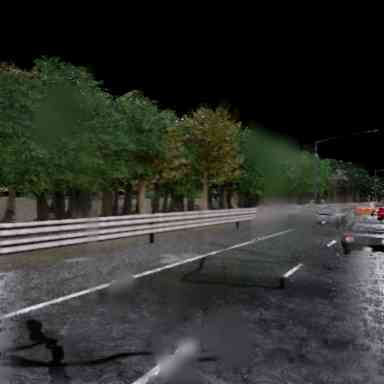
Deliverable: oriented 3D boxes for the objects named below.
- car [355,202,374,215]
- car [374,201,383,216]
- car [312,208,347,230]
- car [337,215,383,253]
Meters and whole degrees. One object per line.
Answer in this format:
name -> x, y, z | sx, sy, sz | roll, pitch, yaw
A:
car -> 23.405, 2.270, 44.731 | 2.097, 1.767, 4.553 | 0, -1, 35
car -> 20.571, 1.958, 34.370 | 2.150, 2.045, 5.566 | 0, -1, 34
car -> 10.568, 1.974, 25.425 | 2.128, 1.511, 4.902 | 0, -1, 33
car -> 7.769, 1.898, 14.392 | 1.895, 1.301, 4.718 | 0, -1, 32
